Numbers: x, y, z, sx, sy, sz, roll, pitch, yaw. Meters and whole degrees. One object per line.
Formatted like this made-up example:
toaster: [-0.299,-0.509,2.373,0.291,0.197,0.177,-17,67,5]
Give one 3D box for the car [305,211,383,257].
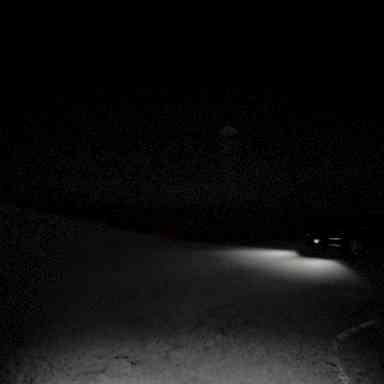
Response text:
car: [6.625,1.520,12.975,4.892,1.490,1.837,0,0,-26]
